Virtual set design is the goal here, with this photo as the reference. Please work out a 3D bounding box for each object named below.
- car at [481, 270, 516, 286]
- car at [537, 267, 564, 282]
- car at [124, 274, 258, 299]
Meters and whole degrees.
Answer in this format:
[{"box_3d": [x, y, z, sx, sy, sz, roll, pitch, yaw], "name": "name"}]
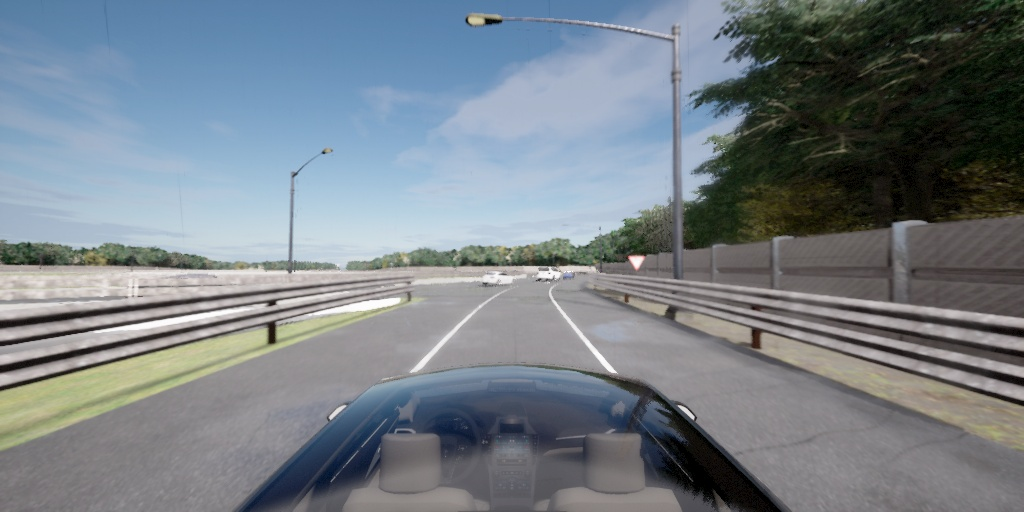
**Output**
[{"box_3d": [-1.427, 2.365, 37.434, 1.812, 1.442, 4.674, -1, -2, 31], "name": "car"}, {"box_3d": [5.209, 2.565, 50.233, 2.150, 2.045, 5.566, -1, -2, 23], "name": "car"}, {"box_3d": [-15.923, 1.620, 18.320, 2.033, 1.411, 5.357, -2, -3, 44], "name": "car"}]
